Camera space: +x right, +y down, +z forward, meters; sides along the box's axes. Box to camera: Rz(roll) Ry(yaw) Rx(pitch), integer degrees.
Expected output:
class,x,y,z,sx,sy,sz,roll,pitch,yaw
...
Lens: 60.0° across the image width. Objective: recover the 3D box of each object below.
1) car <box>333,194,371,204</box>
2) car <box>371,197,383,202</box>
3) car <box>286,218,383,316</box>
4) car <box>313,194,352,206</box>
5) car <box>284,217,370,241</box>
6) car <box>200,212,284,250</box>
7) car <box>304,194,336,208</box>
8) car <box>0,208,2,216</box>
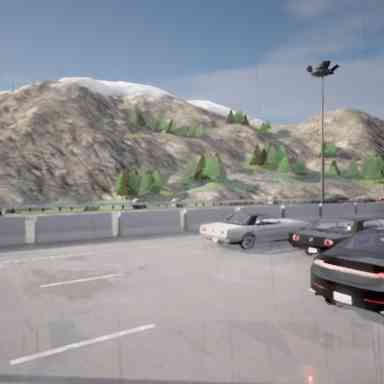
class,x,y,z,sx,sy,sz,roll,pitch,yaw
car,18.844,1.238,37.705,4.718,1.301,1.895,0,0,-22
car,22.234,0.855,35.310,5.566,2.045,2.150,-1,0,-22
car,4.399,1.423,6.502,4.902,1.511,2.128,-1,0,-33
car,19.187,1.062,45.352,5.008,1.535,1.882,0,0,-21
car,5.614,1.492,11.368,4.718,1.301,1.895,-1,0,-31
car,2.767,1.493,13.732,4.718,1.301,1.895,-1,0,-31
car,15.995,1.237,40.306,4.718,1.301,1.895,0,0,-23
car,-17.404,1.279,25.835,4.553,1.767,2.097,-1,0,-34
